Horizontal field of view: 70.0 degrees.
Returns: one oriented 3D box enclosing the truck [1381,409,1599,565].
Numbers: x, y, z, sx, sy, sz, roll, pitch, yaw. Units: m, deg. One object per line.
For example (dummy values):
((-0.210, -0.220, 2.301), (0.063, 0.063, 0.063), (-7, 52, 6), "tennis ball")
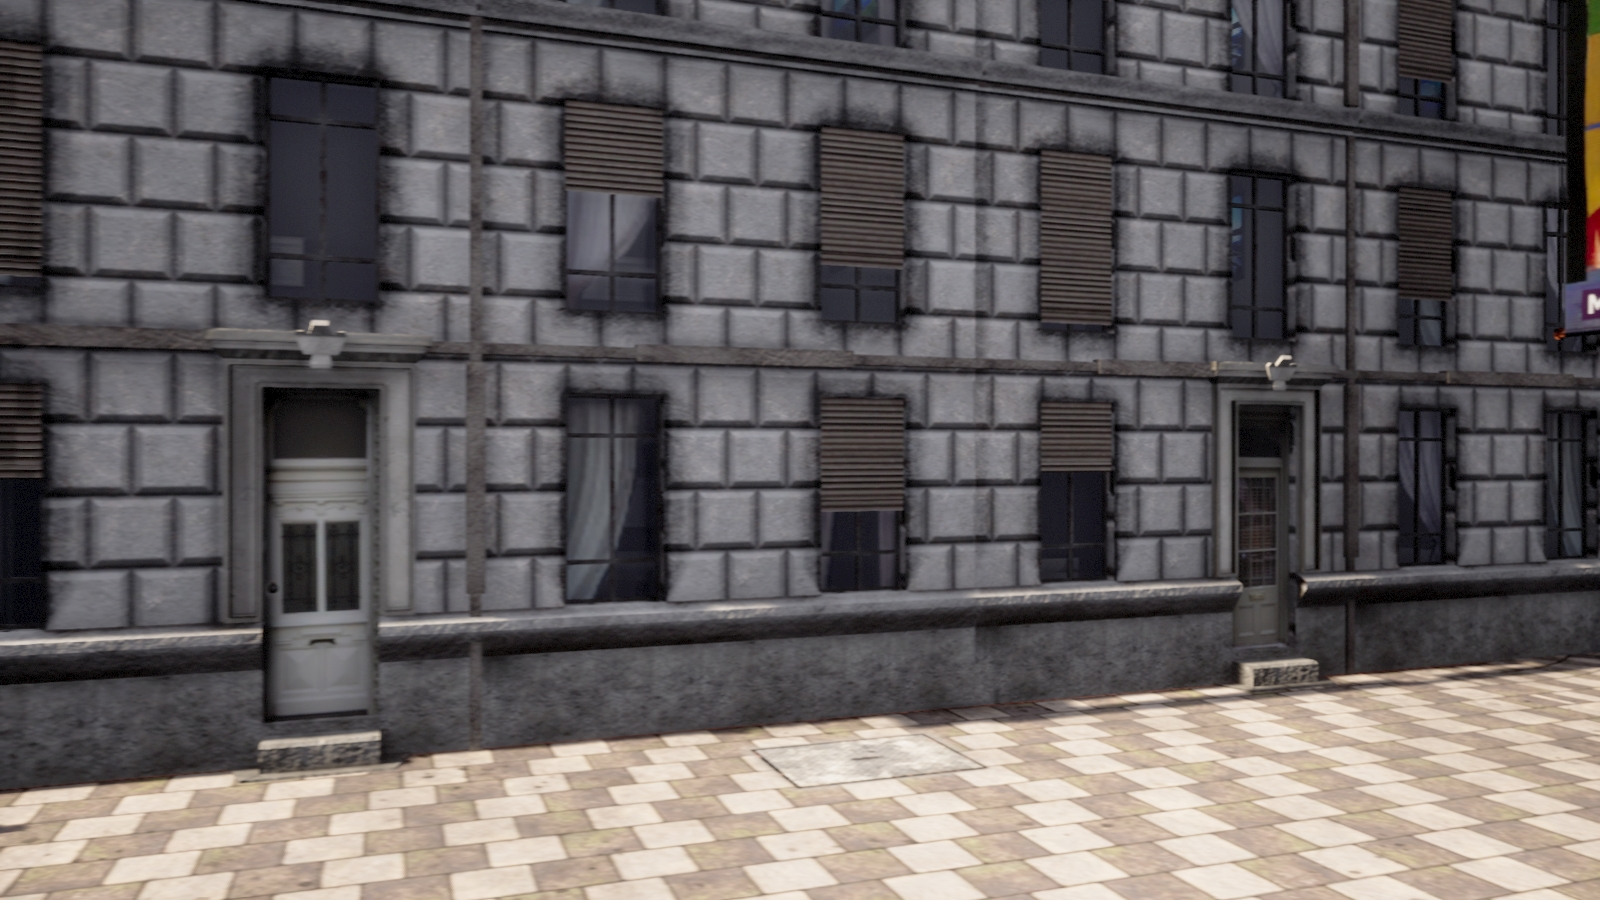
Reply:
((20.158, 0.908, 30.625), (2.891, 3.827, 8.468), (0, 0, -20), "truck")
